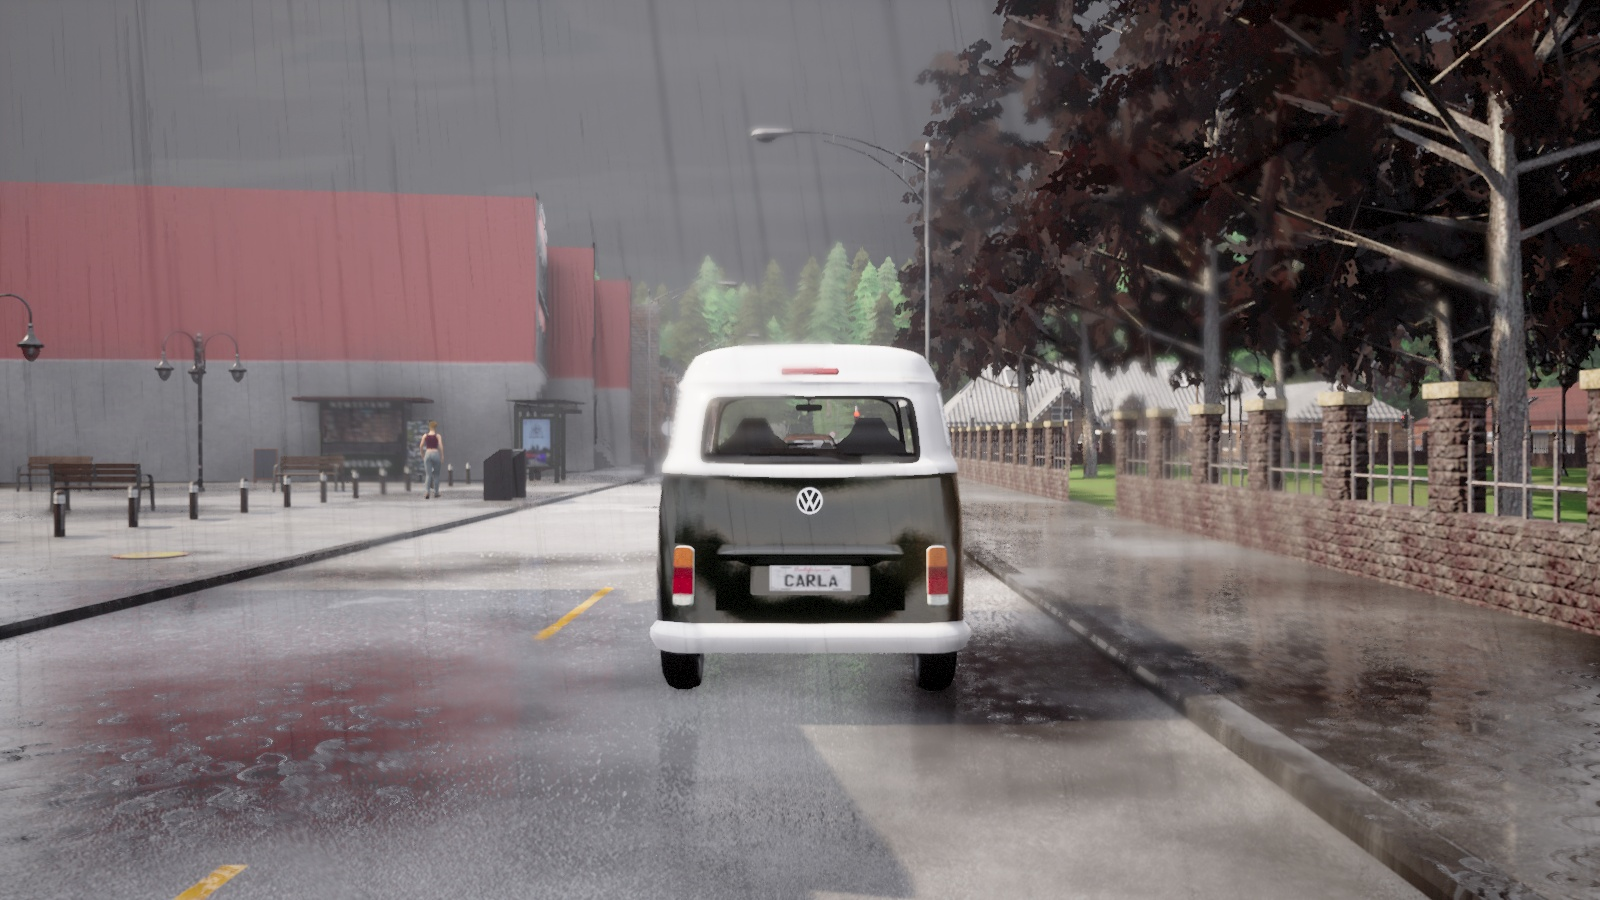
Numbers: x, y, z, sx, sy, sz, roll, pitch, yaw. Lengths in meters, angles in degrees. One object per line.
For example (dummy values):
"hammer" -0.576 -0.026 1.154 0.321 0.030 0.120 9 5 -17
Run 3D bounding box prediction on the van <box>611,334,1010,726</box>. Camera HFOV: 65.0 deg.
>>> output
"van" 0.066 0.395 8.761 2.069 2.038 4.480 0 1 0

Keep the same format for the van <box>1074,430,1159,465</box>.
"van" 18.765 -0.152 74.637 4.480 2.038 2.069 0 0 -1

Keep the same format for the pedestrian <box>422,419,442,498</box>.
"pedestrian" -8.673 0.196 29.626 0.345 1.836 0.594 0 0 -5
